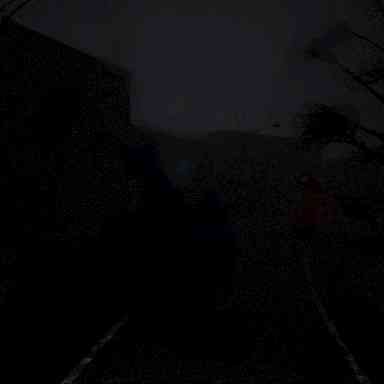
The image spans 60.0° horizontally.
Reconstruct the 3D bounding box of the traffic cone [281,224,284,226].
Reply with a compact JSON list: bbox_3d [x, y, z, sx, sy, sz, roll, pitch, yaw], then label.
[{"bbox_3d":[6.421,2.053,23.251,0.340,0.580,0.340,1,0,33],"label":"traffic cone"}]

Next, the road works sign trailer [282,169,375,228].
[{"bbox_3d":[6.901,0.863,16.496,3.560,2.880,2.380,16,-19,50],"label":"road works sign trailer"}]
